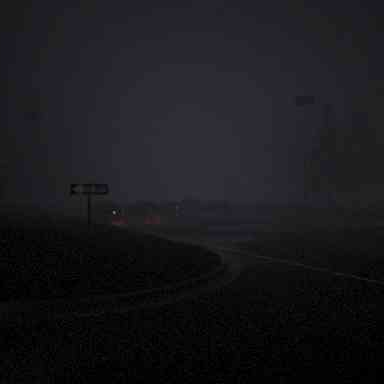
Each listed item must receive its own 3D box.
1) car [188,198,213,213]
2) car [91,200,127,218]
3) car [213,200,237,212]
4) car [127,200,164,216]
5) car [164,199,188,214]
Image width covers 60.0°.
[{"bbox_3d":[-0.171,1.483,37.891,1.882,1.535,5.008,0,0,-33],"label":"car"},{"bbox_3d":[-8.066,1.530,30.792,1.837,1.490,4.892,0,0,-33],"label":"car"},{"bbox_3d":[3.371,1.560,38.880,1.994,1.385,4.181,0,0,-33],"label":"car"},{"bbox_3d":[-5.081,1.509,32.622,2.128,1.511,4.902,0,0,-33],"label":"car"},{"bbox_3d":[-2.632,1.576,35.267,1.994,1.385,4.181,0,0,-33],"label":"car"}]
